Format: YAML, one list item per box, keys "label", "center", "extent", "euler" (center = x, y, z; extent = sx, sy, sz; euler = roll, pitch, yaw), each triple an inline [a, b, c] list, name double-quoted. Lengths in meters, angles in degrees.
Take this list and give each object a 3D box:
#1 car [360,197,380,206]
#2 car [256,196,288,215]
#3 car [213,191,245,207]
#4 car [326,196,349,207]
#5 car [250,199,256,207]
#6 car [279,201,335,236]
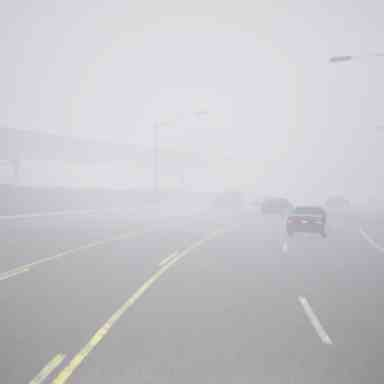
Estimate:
- label: "car"
  center: [29.138, 1.615, 54.537]
  extent: [4.674, 1.442, 1.812]
  euler: [3, -1, -42]
- label: "car"
  center: [7.494, 1.227, 29.176]
  extent: [1.882, 1.535, 5.008]
  euler: [1, 1, 29]
- label: "car"
  center: [4.774, 0.844, 42.386]
  extent: [2.150, 2.045, 5.566]
  euler: [1, 0, 35]
- label: "car"
  center: [19.682, 1.264, 44.845]
  extent: [2.128, 1.511, 4.902]
  euler: [1, 0, 42]
- label: "car"
  center: [9.347, 1.205, 42.829]
  extent: [2.033, 1.411, 5.357]
  euler: [1, 0, 36]
- label: "car"
  center: [6.181, 1.403, 17.457]
  extent: [2.033, 1.411, 5.357]
  euler: [1, 1, 25]
